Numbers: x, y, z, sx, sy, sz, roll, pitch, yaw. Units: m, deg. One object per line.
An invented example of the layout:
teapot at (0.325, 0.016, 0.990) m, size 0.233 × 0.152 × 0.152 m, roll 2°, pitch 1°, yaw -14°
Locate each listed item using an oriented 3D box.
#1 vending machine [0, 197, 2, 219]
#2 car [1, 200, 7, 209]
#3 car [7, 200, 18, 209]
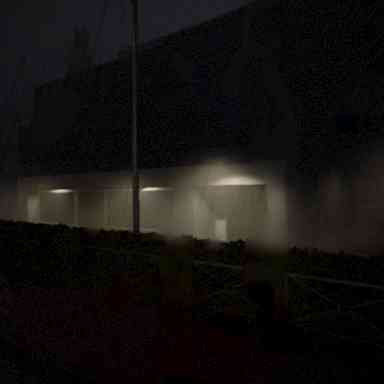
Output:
vending machine at (-19.004, 1.519, 31.944) m, size 1.100 × 2.100 × 0.880 m, roll 0°, pitch 0°, yaw -9°
car at (-31.336, 2.046, 54.024) m, size 1.837 × 1.490 × 4.892 m, roll -1°, pitch 0°, yaw 19°
car at (-27.234, 1.993, 55.034) m, size 1.882 × 1.535 × 5.008 m, roll -1°, pitch 0°, yaw 22°
